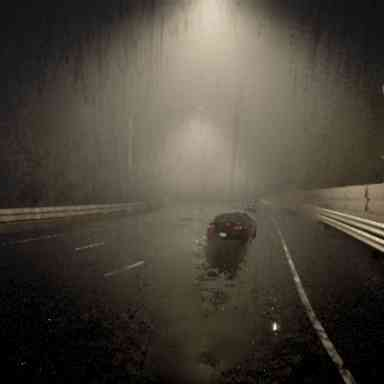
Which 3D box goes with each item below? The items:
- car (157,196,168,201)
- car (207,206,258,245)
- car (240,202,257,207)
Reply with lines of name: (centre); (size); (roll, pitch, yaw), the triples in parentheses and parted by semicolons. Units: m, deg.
car: (-8.332, 1.836, 93.636); (1.882, 1.535, 5.008); (1, 0, -24)
car: (2.018, 1.653, 16.232); (1.812, 1.442, 4.674); (1, 0, 18)
car: (7.061, 1.901, 41.168); (2.033, 1.411, 5.357); (1, 0, 5)
